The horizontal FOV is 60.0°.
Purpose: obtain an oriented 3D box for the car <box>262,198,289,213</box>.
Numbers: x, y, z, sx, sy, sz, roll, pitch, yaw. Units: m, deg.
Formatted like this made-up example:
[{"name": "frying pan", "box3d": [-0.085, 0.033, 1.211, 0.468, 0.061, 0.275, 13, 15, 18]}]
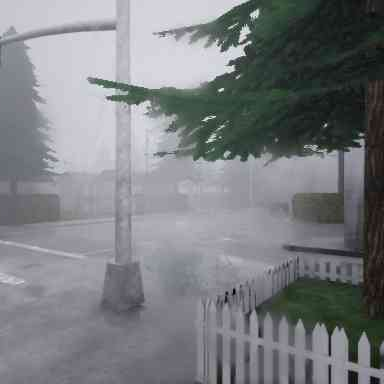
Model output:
[{"name": "car", "box3d": [8.903, 1.435, 35.516, 1.837, 1.490, 4.892, 2, 1, 0]}]
